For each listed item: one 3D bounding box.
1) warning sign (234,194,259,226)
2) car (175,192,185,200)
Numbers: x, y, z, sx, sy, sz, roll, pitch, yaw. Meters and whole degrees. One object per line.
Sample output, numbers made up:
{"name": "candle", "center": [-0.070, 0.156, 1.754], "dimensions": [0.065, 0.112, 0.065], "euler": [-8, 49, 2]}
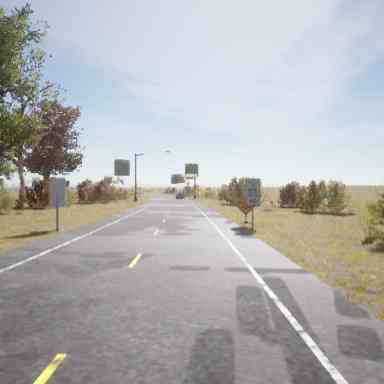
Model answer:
{"name": "warning sign", "center": [3.326, 1.072, 20.445], "dimensions": [1.300, 1.860, 1.060], "euler": [1, 1, -1]}
{"name": "car", "center": [-3.252, 1.127, 90.513], "dimensions": [2.150, 2.045, 5.566], "euler": [0, 0, -6]}
